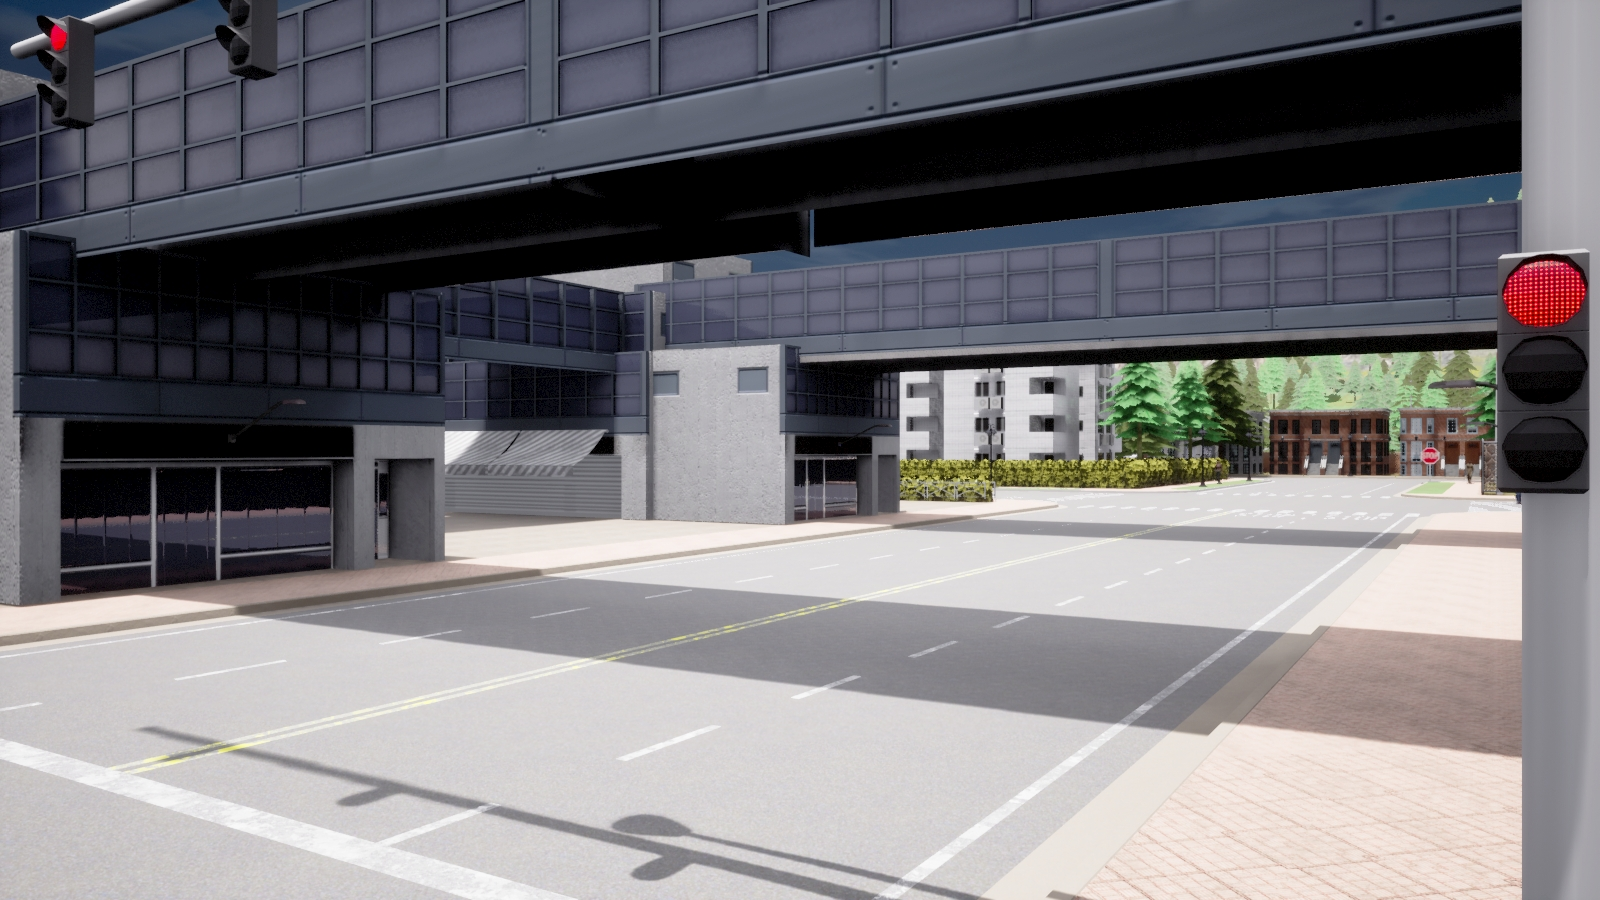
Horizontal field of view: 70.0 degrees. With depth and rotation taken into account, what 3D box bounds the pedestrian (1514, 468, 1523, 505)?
[{"bbox_3d":[36.683,1.849,58.316,0.375,1.860,0.375,0,0,32],"label":"pedestrian"}]
